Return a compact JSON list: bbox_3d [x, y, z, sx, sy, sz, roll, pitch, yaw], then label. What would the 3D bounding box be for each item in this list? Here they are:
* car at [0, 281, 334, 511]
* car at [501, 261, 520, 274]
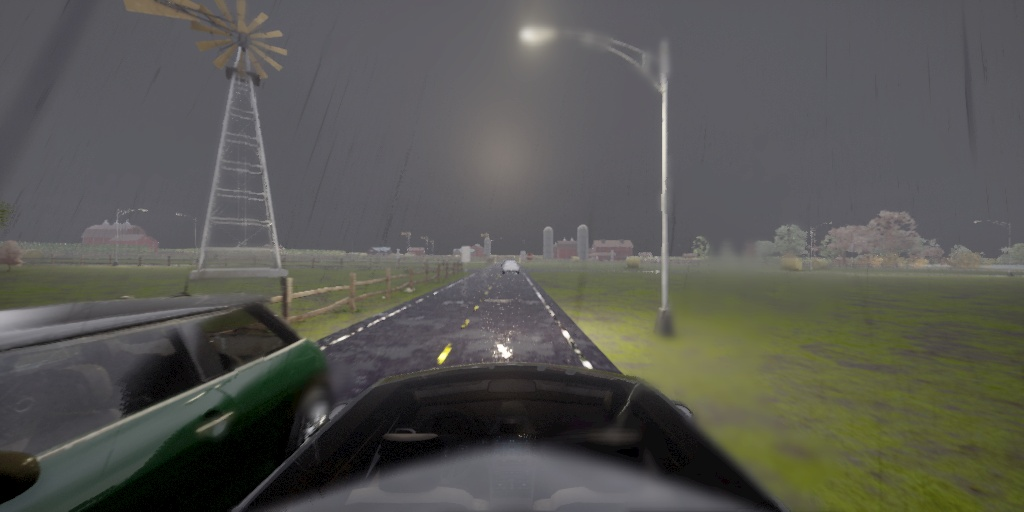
[{"bbox_3d":[-2.836,1.102,1.695,2.097,1.767,4.553,0,0,0],"label":"car"},{"bbox_3d":[-0.185,1.276,41.322,1.812,1.442,4.674,0,0,-3],"label":"car"}]
